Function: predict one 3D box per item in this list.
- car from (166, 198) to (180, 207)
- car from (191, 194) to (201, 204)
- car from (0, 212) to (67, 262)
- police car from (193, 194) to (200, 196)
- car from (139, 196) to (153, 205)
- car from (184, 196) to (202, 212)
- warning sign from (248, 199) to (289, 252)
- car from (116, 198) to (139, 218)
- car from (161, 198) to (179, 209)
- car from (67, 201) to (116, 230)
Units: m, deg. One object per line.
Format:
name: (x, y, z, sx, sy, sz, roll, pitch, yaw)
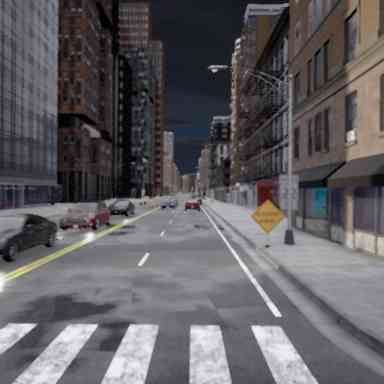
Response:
car: (-3.215, 1.696, 56.505, 2.033, 1.411, 5.357, 1, 0, 0)
car: (0.897, 1.460, 72.555, 2.150, 2.045, 5.566, 1, 0, 0)
car: (-6.615, 1.534, 12.351, 1.812, 1.442, 4.674, 1, 0, 1)
police car: (0.907, 1.630, 62.635, 1.930, 1.638, 5.238, 1, 0, 0)
car: (-6.546, 1.287, 46.665, 1.882, 1.535, 5.008, 1, 0, 0)
car: (0.057, 1.617, 41.709, 1.882, 1.535, 5.008, 1, 0, 0)
warning sign: (2.850, 1.210, 12.523, 1.300, 1.860, 1.060, 1, 0, 0)
car: (-6.620, 1.531, 31.633, 1.882, 1.535, 5.008, 1, 0, 0)
car: (-3.200, 1.722, 46.246, 1.895, 1.301, 4.718, 1, 0, 0)
car: (-6.613, 1.381, 21.165, 2.097, 1.767, 4.553, 1, 0, 0)
